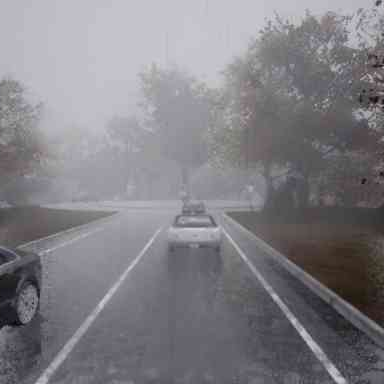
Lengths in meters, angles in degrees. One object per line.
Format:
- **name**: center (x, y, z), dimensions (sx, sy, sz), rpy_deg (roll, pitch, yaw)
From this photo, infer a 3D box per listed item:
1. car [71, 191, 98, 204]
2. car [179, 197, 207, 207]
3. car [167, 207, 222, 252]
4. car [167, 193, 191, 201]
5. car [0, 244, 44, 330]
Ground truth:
- **car**: center (-17.343, 0.809, 54.099), dimensions (2.150, 2.045, 5.566), rpy_deg (-1, 0, 13)
- **car**: center (0.292, 1.381, 28.854), dimensions (1.895, 1.301, 4.718), rpy_deg (0, 0, 5)
- **car**: center (0.082, 1.499, 13.292), dimensions (1.895, 1.301, 4.718), rpy_deg (0, 0, 0)
- **car**: center (-2.650, 0.986, 66.824), dimensions (4.902, 1.511, 2.128), rpy_deg (0, 0, -3)
- **car**: center (-3.604, 1.459, 4.098), dimensions (2.128, 1.511, 4.902), rpy_deg (0, 0, 0)
